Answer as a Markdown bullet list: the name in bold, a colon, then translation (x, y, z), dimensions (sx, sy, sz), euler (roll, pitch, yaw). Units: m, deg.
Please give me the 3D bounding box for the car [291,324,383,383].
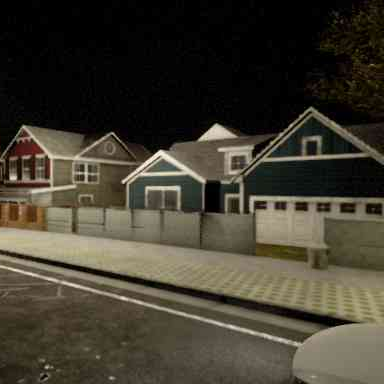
- **car**: translation (2.937, 1.523, 1.897), dimensions (4.674, 1.442, 1.812), euler (0, 0, 35)
